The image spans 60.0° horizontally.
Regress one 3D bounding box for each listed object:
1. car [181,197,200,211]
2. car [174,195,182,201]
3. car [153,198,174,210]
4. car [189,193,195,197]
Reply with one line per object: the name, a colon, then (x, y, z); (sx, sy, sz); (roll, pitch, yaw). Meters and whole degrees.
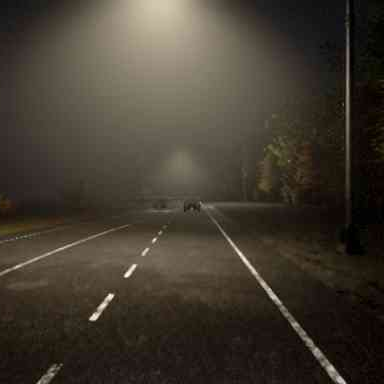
car: (-0.013, 1.594, 40.198); (1.895, 1.301, 4.718); (0, 0, 0)
car: (-3.525, 1.514, 80.117); (1.994, 1.385, 4.181); (0, 0, 0)
car: (-3.882, 1.519, 43.288); (1.837, 1.490, 4.892); (0, 0, 4)
car: (-0.026, 1.556, 85.108); (1.895, 1.301, 4.718); (0, 0, 0)
